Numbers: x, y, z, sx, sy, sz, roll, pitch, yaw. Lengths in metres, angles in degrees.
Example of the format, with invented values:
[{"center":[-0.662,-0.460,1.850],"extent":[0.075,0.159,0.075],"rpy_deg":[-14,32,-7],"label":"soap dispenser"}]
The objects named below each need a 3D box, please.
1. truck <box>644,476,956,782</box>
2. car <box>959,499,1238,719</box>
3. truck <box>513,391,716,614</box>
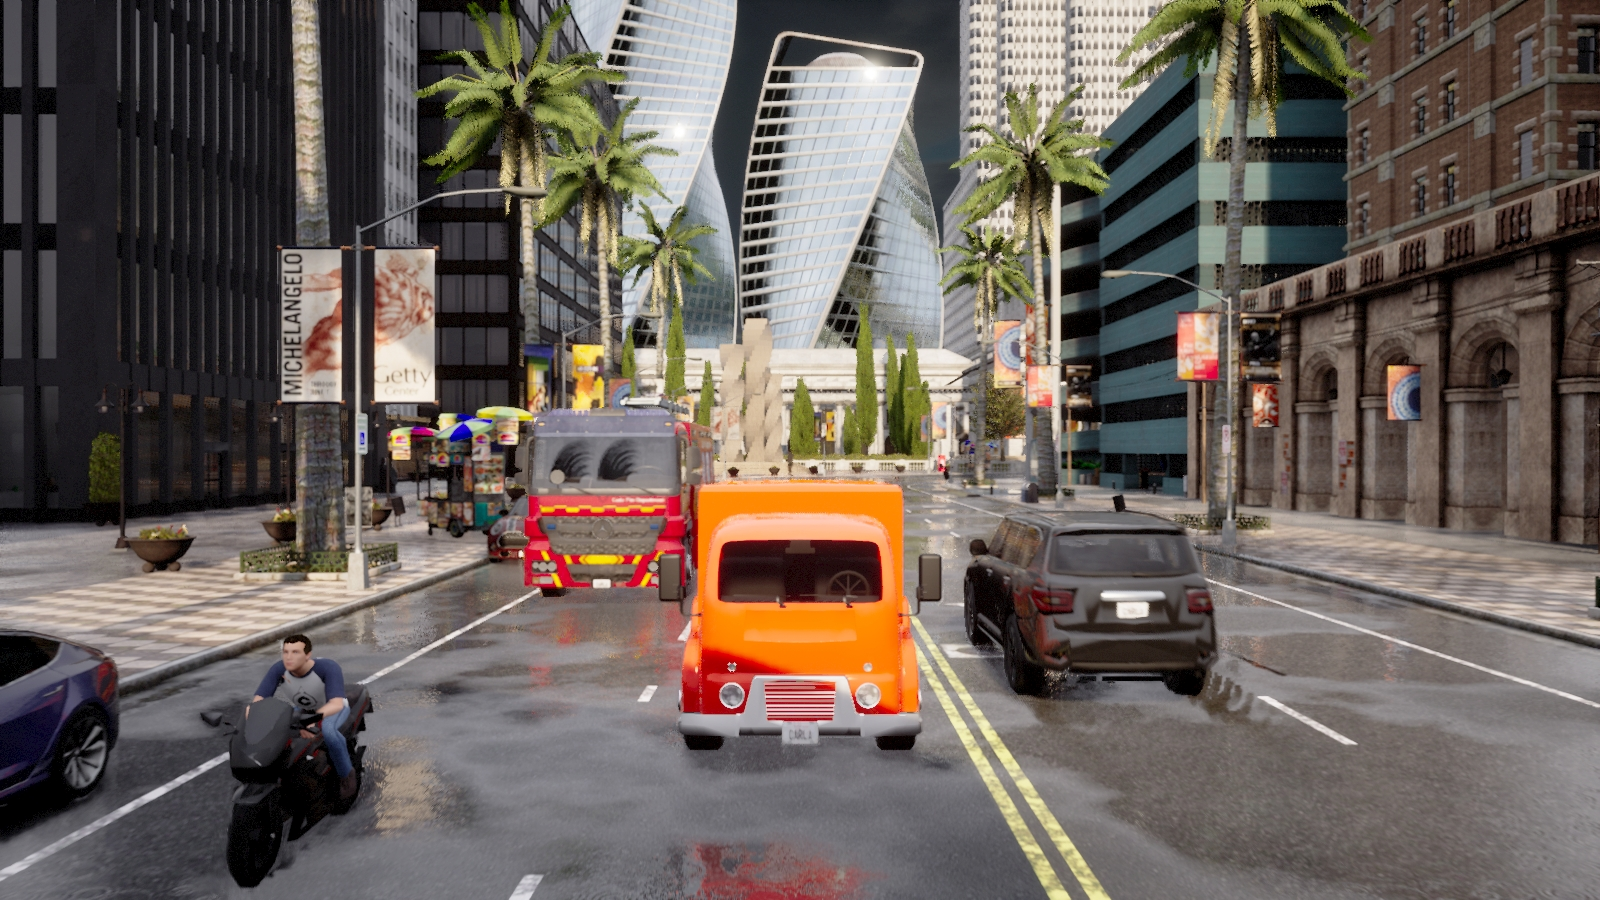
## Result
[{"center":[0.002,1.570,12.237],"extent":[2.627,2.467,5.204],"rpy_deg":[0,0,0],"label":"truck"},{"center":[3.508,1.779,14.711],"extent":[2.150,2.045,5.566],"rpy_deg":[0,0,0],"label":"car"},{"center":[-3.494,0.888,23.827],"extent":[2.891,3.827,8.468],"rpy_deg":[0,0,0],"label":"truck"}]
